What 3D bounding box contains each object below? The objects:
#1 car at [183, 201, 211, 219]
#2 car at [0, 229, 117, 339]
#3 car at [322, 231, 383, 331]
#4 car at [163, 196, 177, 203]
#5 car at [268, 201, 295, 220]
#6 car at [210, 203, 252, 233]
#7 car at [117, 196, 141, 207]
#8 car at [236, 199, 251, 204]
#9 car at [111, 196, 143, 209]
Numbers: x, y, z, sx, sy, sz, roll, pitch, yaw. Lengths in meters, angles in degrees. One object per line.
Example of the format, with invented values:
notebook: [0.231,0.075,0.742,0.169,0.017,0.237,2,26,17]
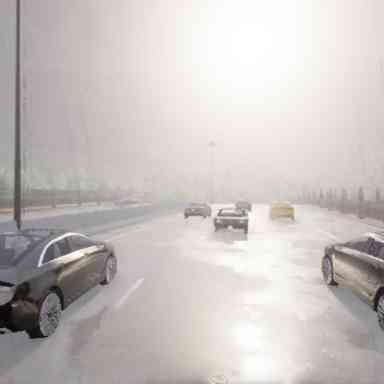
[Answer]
car: [0.560,1.529,29.081,2.033,1.411,5.357,0,0,10]
car: [-2.961,1.473,6.578,2.128,1.511,4.902,0,0,5]
car: [4.035,1.505,6.457,2.128,1.511,4.902,0,0,5]
car: [-4.079,1.512,62.280,1.837,1.490,4.892,0,-1,11]
car: [7.546,1.491,28.335,1.882,1.535,5.008,0,0,10]
car: [2.444,1.597,19.924,1.895,1.301,4.718,0,0,10]
car: [-9.700,1.396,51.328,1.882,1.535,5.008,0,0,11]
car: [6.296,1.563,40.844,1.994,1.385,4.181,0,0,10]
car: [-6.169,1.453,32.204,1.837,1.490,4.892,0,0,11]
